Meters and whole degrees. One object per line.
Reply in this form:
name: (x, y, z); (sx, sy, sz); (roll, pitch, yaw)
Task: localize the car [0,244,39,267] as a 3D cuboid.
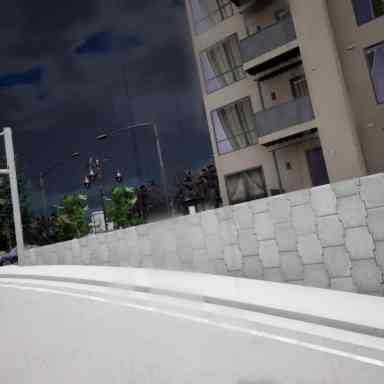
car: (-15.550, 5.657, 29.599); (2.097, 1.767, 4.553); (-15, -9, 35)
